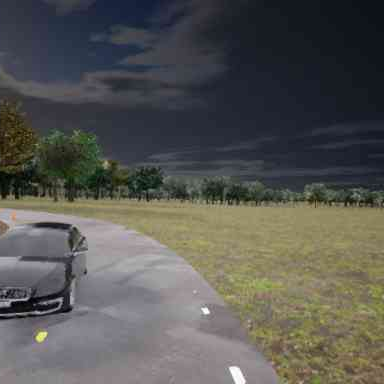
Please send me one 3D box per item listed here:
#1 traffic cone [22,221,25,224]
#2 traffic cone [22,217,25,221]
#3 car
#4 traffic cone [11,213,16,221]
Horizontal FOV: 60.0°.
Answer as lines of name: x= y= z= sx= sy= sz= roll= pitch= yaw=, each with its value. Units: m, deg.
traffic cone: x=-8.587 y=1.932 z=17.298 sx=0.340 sy=0.580 sz=0.340 roll=1 pitch=0 yaw=-26
traffic cone: x=-10.864 y=1.914 z=21.439 sx=0.340 sy=0.580 sz=0.340 roll=1 pitch=0 yaw=-32
car: x=-3.442 y=1.507 z=7.555 sx=1.837 sy=1.490 sz=4.892 roll=1 pitch=0 yaw=-12
traffic cone: x=-13.583 y=1.887 z=25.303 sx=0.340 sy=0.580 sz=0.340 roll=1 pitch=0 yaw=-38
